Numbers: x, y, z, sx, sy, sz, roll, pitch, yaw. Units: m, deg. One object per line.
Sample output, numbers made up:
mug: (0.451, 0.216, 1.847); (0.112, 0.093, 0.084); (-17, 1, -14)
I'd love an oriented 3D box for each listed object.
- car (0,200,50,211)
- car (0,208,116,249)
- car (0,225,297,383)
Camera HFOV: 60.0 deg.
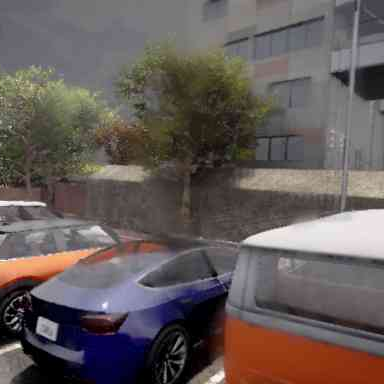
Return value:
car: (-4.731, 1.207, 8.688); (2.435, 2.045, 5.566); (0, 0, 36)
car: (-2.490, 1.339, 7.018); (2.185, 1.767, 4.553); (0, 0, 35)
car: (-0.183, 1.502, 5.446); (2.163, 1.488, 4.792); (0, 0, 36)
